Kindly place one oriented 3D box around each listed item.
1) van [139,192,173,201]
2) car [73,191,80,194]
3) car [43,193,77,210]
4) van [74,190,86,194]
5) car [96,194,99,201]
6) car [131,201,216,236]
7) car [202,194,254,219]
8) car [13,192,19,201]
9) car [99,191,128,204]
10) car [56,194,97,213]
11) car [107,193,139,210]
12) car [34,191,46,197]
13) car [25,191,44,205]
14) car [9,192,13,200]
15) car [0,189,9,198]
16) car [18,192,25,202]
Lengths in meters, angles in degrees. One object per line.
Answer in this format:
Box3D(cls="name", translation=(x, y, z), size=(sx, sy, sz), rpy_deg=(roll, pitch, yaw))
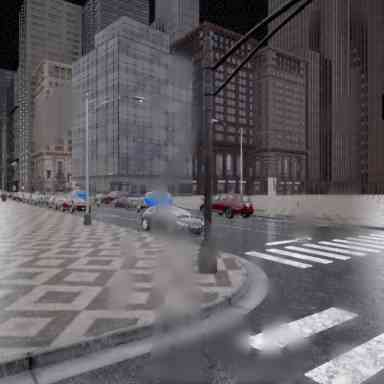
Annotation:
Box3D(cls="van", translation=(-3.640, 0.930, 35.214), size=(1.690, 1.788, 3.998), rpy_deg=(1, 0, -35))
Box3D(cls="car", translation=(-20.330, 0.883, 54.179), size=(1.895, 1.301, 4.718), rpy_deg=(0, 1, -35))
Box3D(cls="car", translation=(-13.759, 1.074, 34.718), size=(2.008, 1.369, 4.403), rpy_deg=(1, 0, -35))
Box3D(cls="van", translation=(-19.488, 0.597, 57.442), size=(1.690, 1.788, 3.998), rpy_deg=(1, 0, -35))
Box3D(cls="car", translation=(-13.152, 0.934, 48.552), size=(2.008, 1.369, 4.403), rpy_deg=(1, 0, -35))
Box3D(cls="car", translation=(-1.083, 1.366, 16.938), size=(2.008, 1.369, 4.403), rpy_deg=(1, 0, -35))
Box3D(cls="car", translation=(2.700, 1.049, 26.323), size=(2.192, 1.841, 5.009), rpy_deg=(1, 0, -35))
Box3D(cls="car", translation=(-26.434, 0.702, 52.499), size=(1.967, 1.590, 4.097), rpy_deg=(1, 0, -35))
Box3D(cls="car", translation=(-9.978, 0.765, 44.105), size=(2.192, 1.841, 5.009), rpy_deg=(1, 0, -35))
Box3D(cls="car", translation=(-10.590, 1.139, 30.273), size=(1.887, 1.381, 4.507), rpy_deg=(1, 0, -35))
Box3D(cls="car", translation=(-6.677, 1.117, 35.034), size=(2.033, 1.411, 5.357), rpy_deg=(0, 1, -36))
Box3D(cls="car", translation=(-38.507, 0.494, 84.115), size=(1.887, 1.381, 4.507), rpy_deg=(0, 0, -35))
Box3D(cls="car", translation=(-20.097, 0.939, 43.609), size=(2.008, 1.369, 4.403), rpy_deg=(1, 0, -35))
Box3D(cls="car", translation=(-29.605, 0.747, 56.944), size=(1.887, 1.381, 4.507), rpy_deg=(1, 0, -35))
Box3D(cls="car", translation=(-39.113, 0.611, 70.278), size=(1.947, 1.339, 4.313), rpy_deg=(1, 0, -35))
Box3D(cls="car", translation=(-23.267, 0.874, 48.054), size=(2.008, 1.369, 4.403), rpy_deg=(1, 0, -35))
